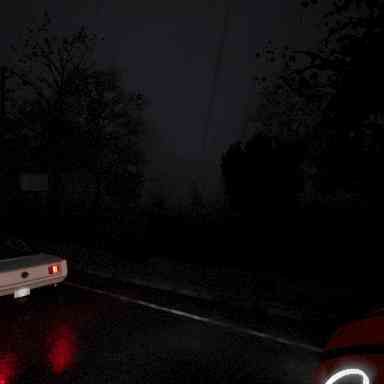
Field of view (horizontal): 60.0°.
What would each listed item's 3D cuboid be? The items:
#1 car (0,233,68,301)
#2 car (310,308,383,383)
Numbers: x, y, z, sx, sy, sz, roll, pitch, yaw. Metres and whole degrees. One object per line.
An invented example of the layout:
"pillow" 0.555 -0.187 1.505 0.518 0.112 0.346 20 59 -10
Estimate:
"car" -4.995 1.601 7.542 4.718 1.301 1.895 0 0 35
"car" 3.029 1.352 1.867 4.553 1.767 2.097 0 0 35
